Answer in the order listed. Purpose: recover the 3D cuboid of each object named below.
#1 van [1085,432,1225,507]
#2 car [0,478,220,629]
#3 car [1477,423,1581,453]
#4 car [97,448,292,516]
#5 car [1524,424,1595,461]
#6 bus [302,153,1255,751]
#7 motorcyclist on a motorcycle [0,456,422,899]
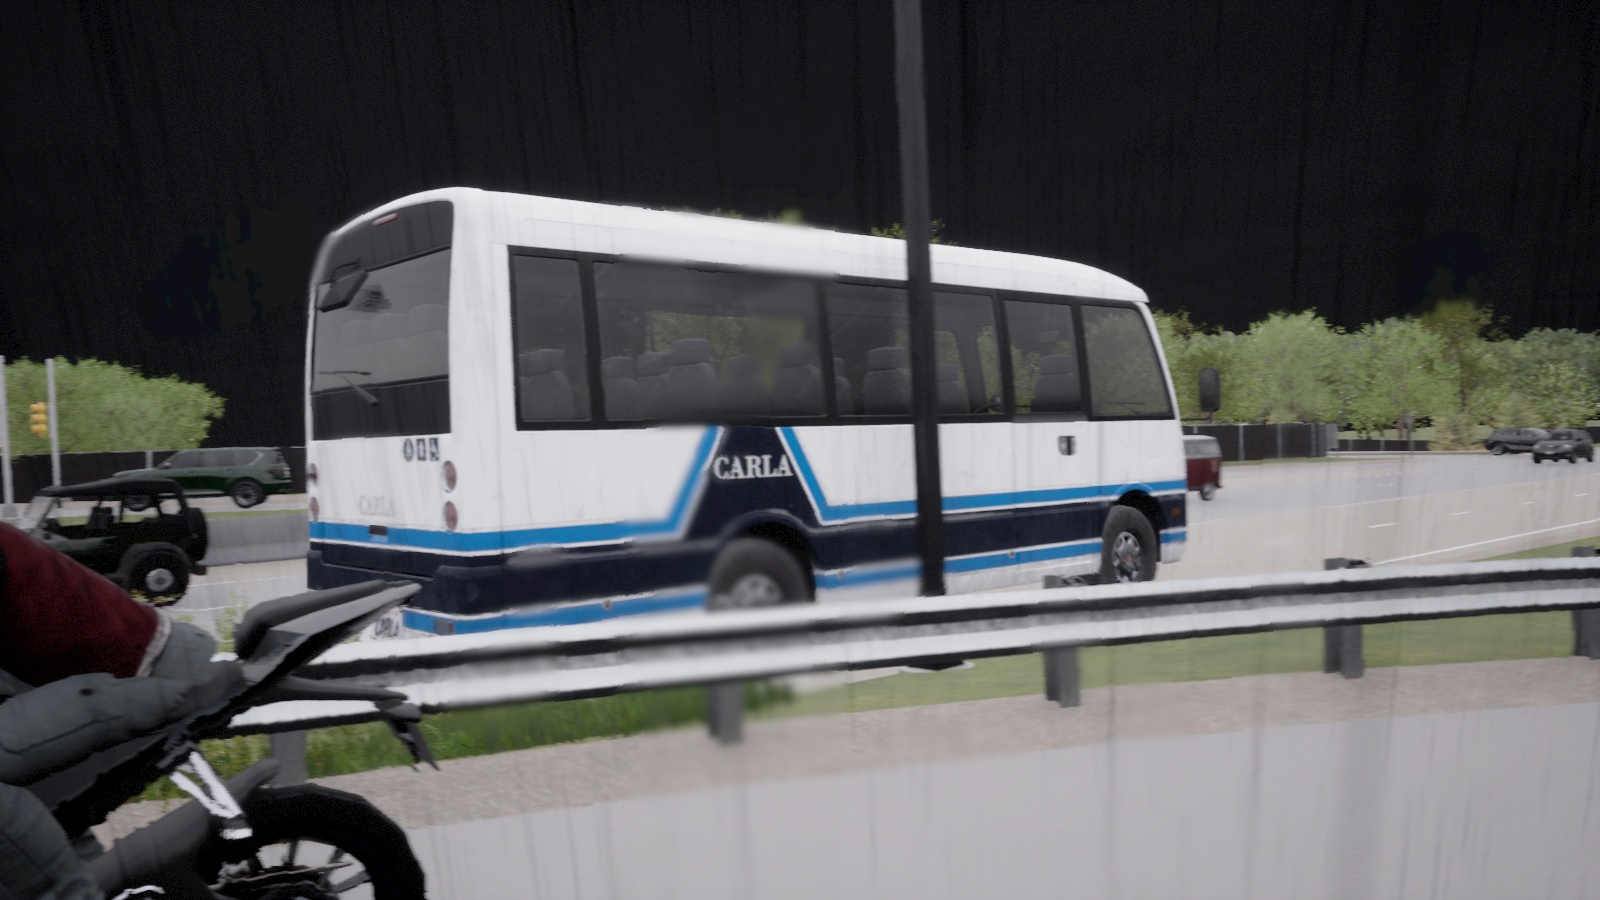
[{"bbox_3d":[10.432,0.534,36.764,4.442,1.987,1.775,-2,1,-42],"label":"van"},{"bbox_3d":[-10.647,1.424,17.902,3.866,1.878,1.905,-2,1,-42],"label":"car"},{"bbox_3d":[42.019,-0.660,72.507,2.033,1.649,4.856,-2,1,-28],"label":"car"},{"bbox_3d":[-20.267,1.038,42.314,5.566,2.045,2.150,-1,1,-15],"label":"car"},{"bbox_3d":[36.136,-0.365,59.724,3.988,1.617,1.851,-2,1,-43],"label":"car"},{"bbox_3d":[0.510,-0.096,13.825,10.273,4.253,3.944,-2,0,-42],"label":"bus"},{"bbox_3d":[-2.028,0.791,2.671,2.191,1.530,0.866,-1,0,-31],"label":"motorcyclist on a motorcycle"}]
